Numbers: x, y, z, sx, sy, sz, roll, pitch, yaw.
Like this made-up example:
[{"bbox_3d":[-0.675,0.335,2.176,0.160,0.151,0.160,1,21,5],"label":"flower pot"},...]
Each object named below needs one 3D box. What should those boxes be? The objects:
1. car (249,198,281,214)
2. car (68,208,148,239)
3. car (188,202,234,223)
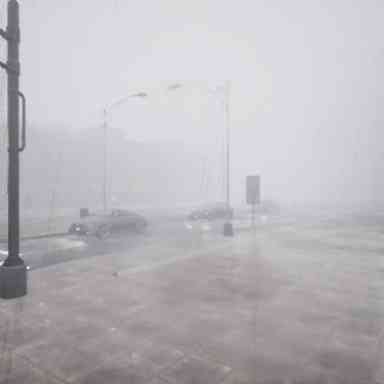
[{"bbox_3d":[7.543,1.440,34.159,1.837,1.490,4.892,0,0,36],"label":"car"},{"bbox_3d":[-4.277,1.572,17.426,1.994,1.385,4.181,0,0,36],"label":"car"},{"bbox_3d":[1.591,1.497,25.741,1.812,1.442,4.674,0,0,35],"label":"car"}]
